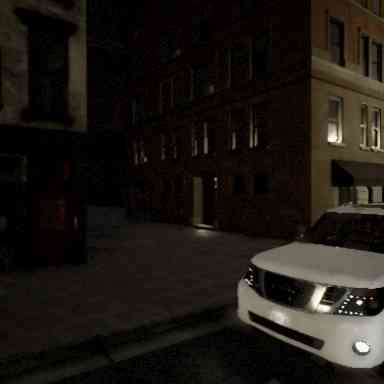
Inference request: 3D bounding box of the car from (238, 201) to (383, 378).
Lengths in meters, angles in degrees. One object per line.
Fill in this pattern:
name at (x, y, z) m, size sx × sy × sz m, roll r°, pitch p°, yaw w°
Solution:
car at (3.346, 1.216, 5.761) m, size 5.566 × 2.045 × 2.150 m, roll 0°, pitch 0°, yaw -35°
